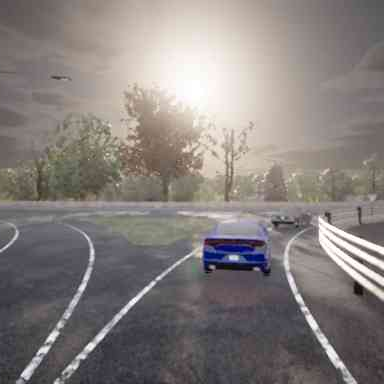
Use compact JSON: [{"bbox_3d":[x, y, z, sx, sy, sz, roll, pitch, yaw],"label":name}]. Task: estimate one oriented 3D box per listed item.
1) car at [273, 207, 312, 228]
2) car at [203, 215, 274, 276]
[{"bbox_3d":[7.511,1.839,24.825,2.033,1.411,5.357,0,-1,32],"label":"car"},{"bbox_3d":[1.620,1.605,11.046,1.882,1.535,5.008,0,-1,12],"label":"car"}]
